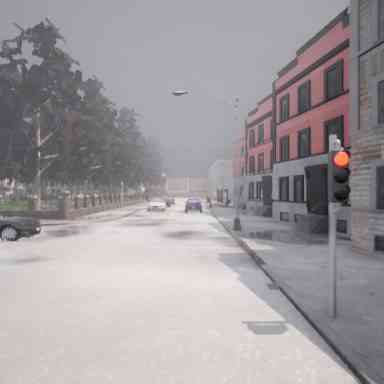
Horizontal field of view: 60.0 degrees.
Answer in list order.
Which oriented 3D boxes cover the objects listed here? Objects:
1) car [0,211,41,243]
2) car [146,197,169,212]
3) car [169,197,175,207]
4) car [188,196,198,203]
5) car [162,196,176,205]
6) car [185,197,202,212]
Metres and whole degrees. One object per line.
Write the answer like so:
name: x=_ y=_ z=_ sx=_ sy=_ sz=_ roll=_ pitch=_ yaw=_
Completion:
car: x=-9.708 y=1.470 z=15.489 sx=5.008 sy=1.535 sz=1.882 roll=0 pitch=0 yaw=-2
car: x=-4.039 y=1.506 z=38.891 sx=1.812 sy=1.442 sz=4.674 roll=0 pitch=0 yaw=0
car: x=-4.035 y=1.576 z=48.986 sx=1.895 sy=1.301 sz=4.718 roll=0 pitch=0 yaw=0
car: x=0.182 y=1.567 z=66.670 sx=1.895 sy=1.301 sz=4.718 roll=0 pitch=0 yaw=0
car: x=-3.995 y=1.518 z=59.319 sx=2.033 sy=1.411 sz=5.357 roll=0 pitch=0 yaw=1
car: x=0.164 y=1.506 z=38.182 sx=1.812 sy=1.442 sz=4.674 roll=0 pitch=0 yaw=0
